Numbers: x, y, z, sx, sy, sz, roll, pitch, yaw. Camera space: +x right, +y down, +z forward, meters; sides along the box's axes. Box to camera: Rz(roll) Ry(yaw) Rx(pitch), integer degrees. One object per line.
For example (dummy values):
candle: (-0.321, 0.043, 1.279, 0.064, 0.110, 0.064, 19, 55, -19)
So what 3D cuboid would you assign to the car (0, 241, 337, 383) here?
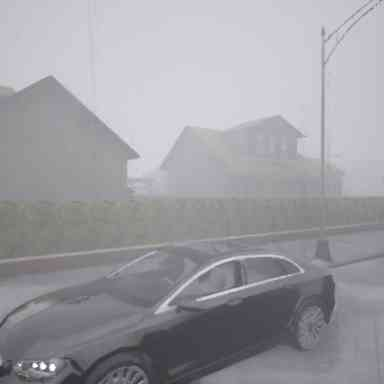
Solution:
car: (0.026, 1.504, 4.622, 4.902, 1.511, 2.128, 0, 0, -35)
